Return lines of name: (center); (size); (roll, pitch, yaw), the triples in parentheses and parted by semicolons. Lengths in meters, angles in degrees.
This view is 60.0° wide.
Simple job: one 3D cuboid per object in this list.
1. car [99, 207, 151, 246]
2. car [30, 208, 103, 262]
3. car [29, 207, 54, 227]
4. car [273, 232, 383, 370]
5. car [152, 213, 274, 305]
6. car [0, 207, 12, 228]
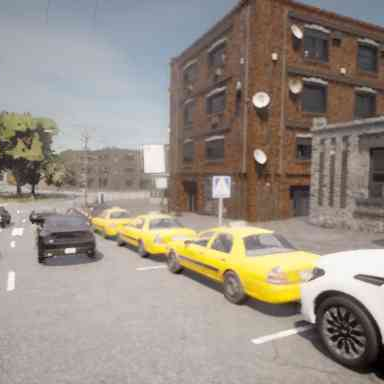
car: (-4.226, 1.596, 18.119); (1.946, 1.575, 5.366); (0, 0, -28)
car: (-4.959, 1.603, 12.674); (1.837, 1.490, 4.892); (0, 0, -27)
car: (-11.439, 1.811, 25.787); (1.895, 1.301, 4.718); (0, 0, -23)
car: (3.683, 1.218, 3.235); (2.435, 2.045, 5.566); (0, 0, -28)
car: (0.957, 1.510, 8.363); (1.946, 1.575, 5.366); (0, 0, -28)
car: (-14.112, 1.753, 23.747); (2.033, 1.411, 5.357); (0, 0, -23)
